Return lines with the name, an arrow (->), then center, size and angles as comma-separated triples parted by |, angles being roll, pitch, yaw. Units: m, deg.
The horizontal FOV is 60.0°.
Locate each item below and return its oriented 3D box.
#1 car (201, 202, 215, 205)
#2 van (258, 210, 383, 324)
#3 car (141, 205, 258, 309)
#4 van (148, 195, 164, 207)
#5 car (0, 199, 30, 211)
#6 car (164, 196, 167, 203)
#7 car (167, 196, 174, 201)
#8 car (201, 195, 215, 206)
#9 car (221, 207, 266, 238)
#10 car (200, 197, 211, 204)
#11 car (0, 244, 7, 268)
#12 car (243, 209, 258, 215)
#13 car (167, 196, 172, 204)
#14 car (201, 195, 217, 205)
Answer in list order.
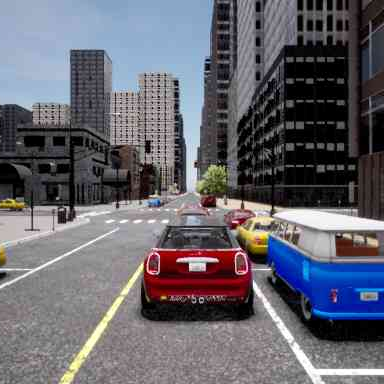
car -> 0.089, 1.482, 17.233 | 1.882, 1.535, 5.008 | 0, 0, 0
van -> 2.683, 1.341, 6.886 | 1.690, 1.788, 3.998 | 0, 0, 0
car -> 0.094, 1.353, 8.027 | 2.097, 1.767, 4.553 | 0, 0, 0
van -> -5.724, 1.396, 50.594 | 1.690, 1.788, 3.998 | 0, 0, 0
car -> -21.432, 1.470, 38.415 | 4.829, 1.417, 1.752 | 0, 0, 0
car -> -5.727, 1.506, 56.117 | 1.967, 1.590, 4.097 | 0, 0, 0
car -> -5.747, 1.676, 89.091 | 1.752, 1.417, 4.829 | 0, 0, 0
car -> 2.652, 1.381, 56.125 | 2.192, 1.841, 5.009 | 0, 0, 0
car -> 2.676, 1.587, 18.213 | 1.802, 1.307, 4.206 | 0, 0, 0
car -> 2.647, 1.657, 67.173 | 1.947, 1.339, 4.313 | 0, 0, 0
car -> -5.697, 1.526, 6.711 | 1.752, 1.417, 4.829 | 0, 0, 0
car -> 2.679, 1.527, 12.720 | 1.752, 1.417, 4.829 | 0, 0, 0
car -> -5.734, 1.531, 67.166 | 1.967, 1.590, 4.097 | 0, 0, 0
car -> 2.655, 1.370, 50.601 | 2.192, 1.841, 5.009 | 0, 0, 0
